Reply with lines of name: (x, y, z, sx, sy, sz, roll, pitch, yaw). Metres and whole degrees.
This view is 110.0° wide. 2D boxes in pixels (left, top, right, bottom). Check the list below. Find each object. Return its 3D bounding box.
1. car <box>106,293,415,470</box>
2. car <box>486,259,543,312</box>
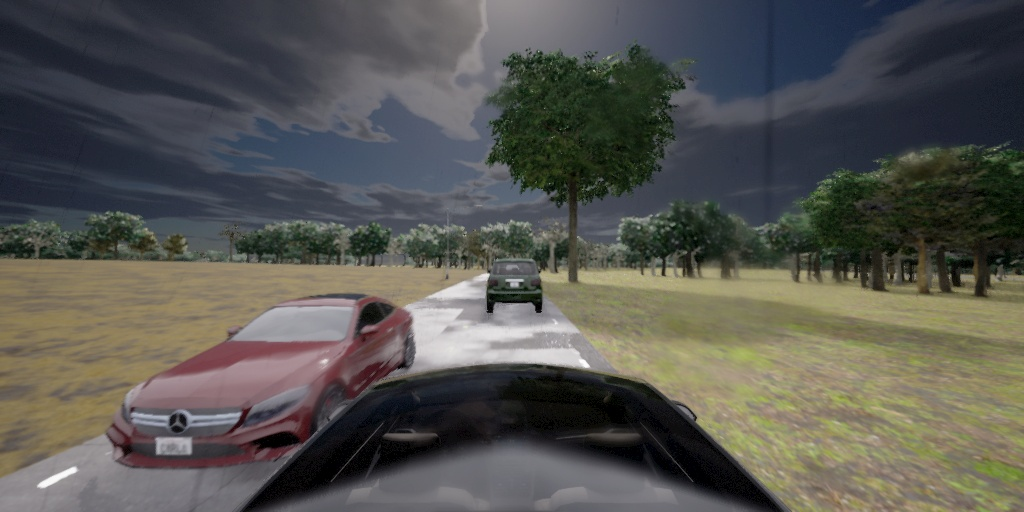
car: (-2.750, 1.316, 5.248, 1.812, 1.442, 4.674, 0, -1, 0)
car: (0.095, 1.136, 15.321, 2.150, 2.045, 5.566, 0, -1, 0)
